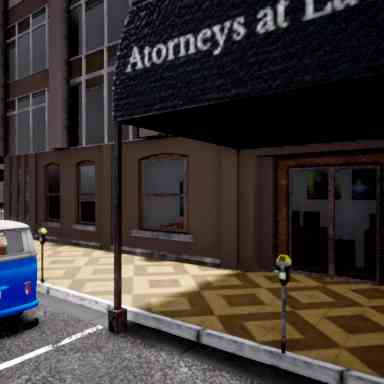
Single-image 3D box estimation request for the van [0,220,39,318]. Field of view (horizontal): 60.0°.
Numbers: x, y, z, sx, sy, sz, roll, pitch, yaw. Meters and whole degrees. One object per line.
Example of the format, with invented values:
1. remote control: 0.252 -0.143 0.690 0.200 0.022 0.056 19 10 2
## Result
1. van: -4.509 1.341 6.080 3.998 1.788 1.690 0 0 35
